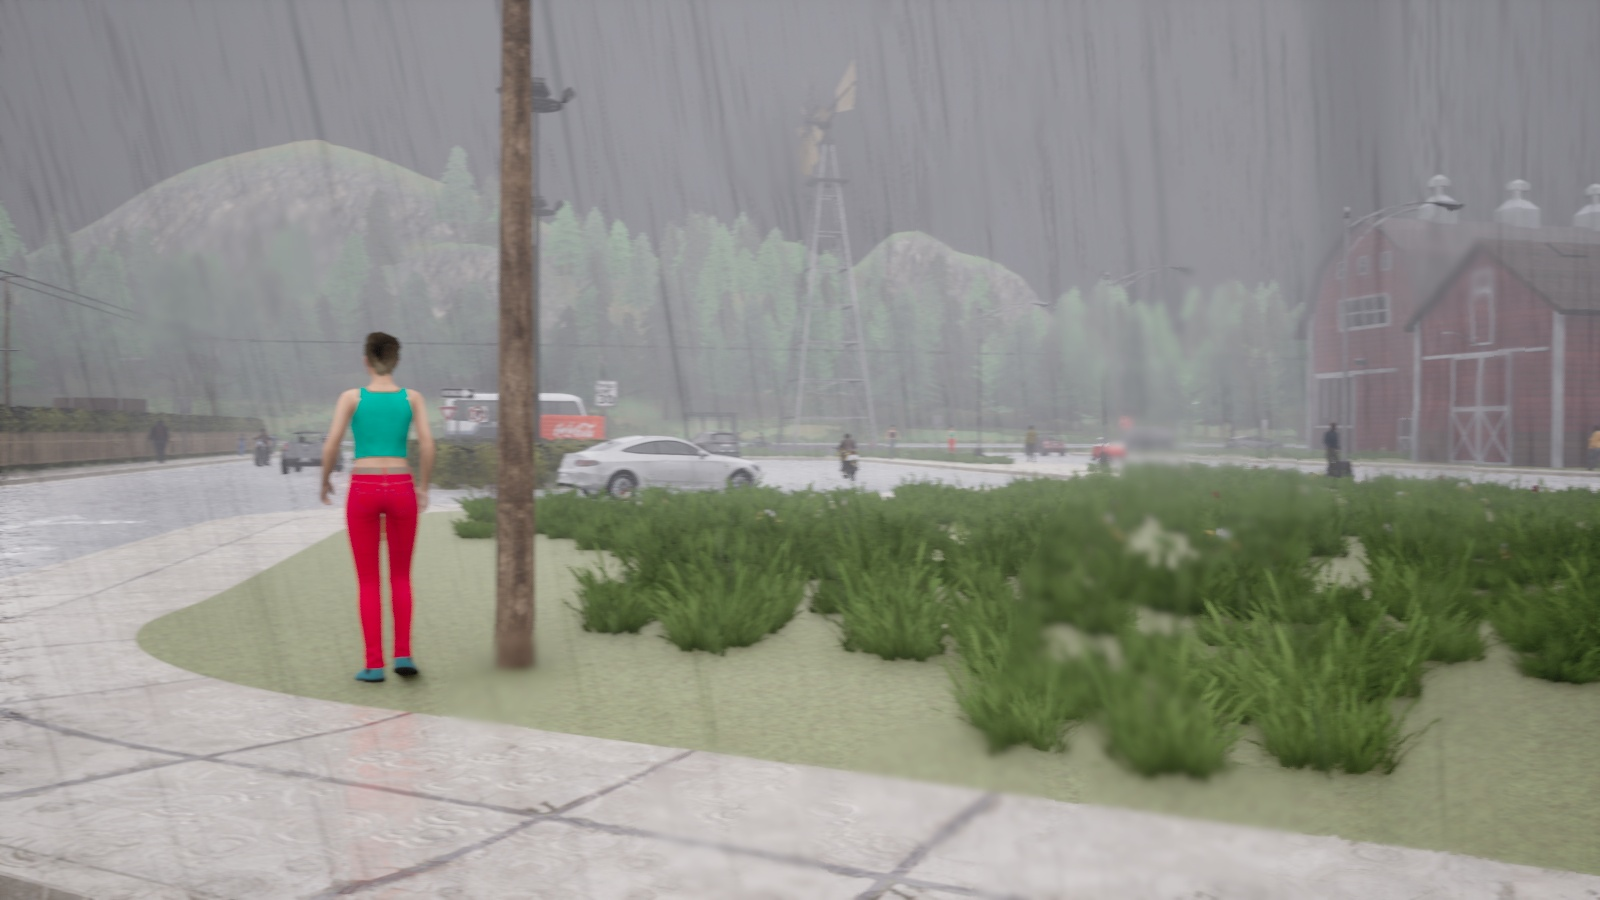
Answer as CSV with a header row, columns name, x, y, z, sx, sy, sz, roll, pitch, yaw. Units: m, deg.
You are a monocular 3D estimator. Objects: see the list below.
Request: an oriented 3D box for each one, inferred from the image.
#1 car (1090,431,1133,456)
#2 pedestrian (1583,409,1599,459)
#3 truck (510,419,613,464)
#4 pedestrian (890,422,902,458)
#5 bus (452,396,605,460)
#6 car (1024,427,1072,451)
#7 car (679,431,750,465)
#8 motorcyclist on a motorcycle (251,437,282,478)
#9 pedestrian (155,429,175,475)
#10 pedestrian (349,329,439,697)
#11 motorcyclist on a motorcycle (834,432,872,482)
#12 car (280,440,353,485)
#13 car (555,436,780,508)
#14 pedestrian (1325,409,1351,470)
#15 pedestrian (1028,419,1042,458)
name,x,y,z,sx,sy,sz,roll,pitch,yaw
car,17.611,-0.367,71.026,1.481,1.376,2.207,-1,0,-13
pedestrian,30.282,-0.619,47.395,0.874,1.855,0.900,-1,1,-14
truck,-13.251,-0.478,70.079,5.204,2.467,2.627,0,1,1
pedestrian,4.913,-0.511,64.211,0.345,1.836,0.594,-1,1,-19
bus,-19.125,-1.547,88.831,10.273,4.253,3.944,-1,1,-12
car,17.335,-0.745,87.905,1.851,1.617,3.988,-1,1,-13
car,-4.429,-0.112,64.603,2.033,1.649,4.856,-1,1,-24
motorcyclist on a motorcycle,-22.534,0.303,53.076,0.766,1.649,2.350,-1,1,-12
pedestrian,-25.710,0.080,50.830,0.634,1.844,0.899,-1,1,-30
pedestrian,-2.138,0.311,6.592,0.345,1.836,0.594,-1,1,-25
motorcyclist on a motorcycle,1.659,0.192,39.657,0.797,1.523,2.044,-2,1,-8
car,-17.135,0.407,44.657,1.845,1.501,3.633,-1,1,-12
car,-2.950,0.449,28.241,4.674,1.442,1.812,-1,1,-30
pedestrian,16.409,-0.313,38.322,0.370,1.835,0.726,-1,1,-14
pedestrian,11.168,-0.529,59.688,0.431,1.840,0.709,-1,1,-5
